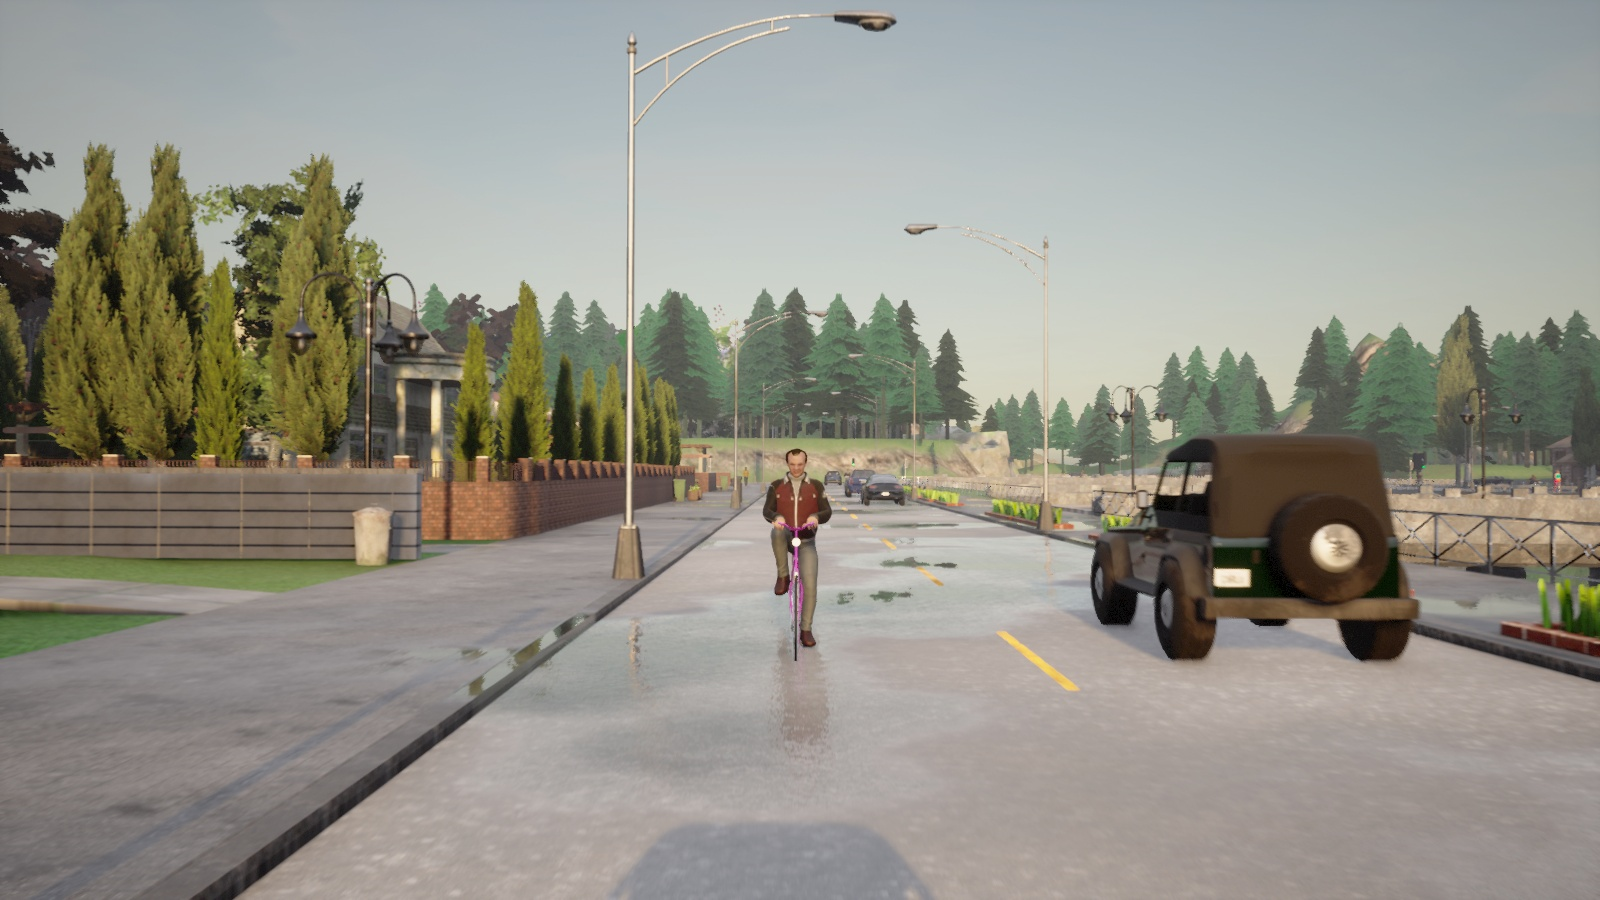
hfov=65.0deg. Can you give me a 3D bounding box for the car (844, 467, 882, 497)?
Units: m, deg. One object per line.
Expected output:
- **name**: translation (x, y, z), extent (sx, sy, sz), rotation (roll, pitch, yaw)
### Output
- **car**: translation (3.820, 1.940, 76.609), extent (2.097, 1.767, 4.553), rotation (0, -1, 0)

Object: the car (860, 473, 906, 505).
- **car**: translation (3.862, 1.812, 58.950), extent (1.812, 1.442, 4.674), rotation (0, -1, 0)

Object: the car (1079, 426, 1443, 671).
- **car**: translation (3.972, 0.789, 11.583), extent (1.905, 1.878, 3.866), rotation (0, -1, 0)

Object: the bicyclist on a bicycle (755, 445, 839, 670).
- **bicyclist on a bicycle**: translation (-0.026, 0.867, 10.841), extent (0.659, 1.776, 1.843), rotation (0, -1, 0)
